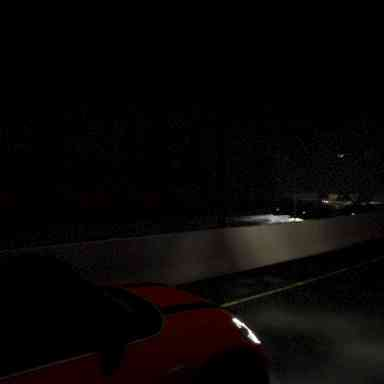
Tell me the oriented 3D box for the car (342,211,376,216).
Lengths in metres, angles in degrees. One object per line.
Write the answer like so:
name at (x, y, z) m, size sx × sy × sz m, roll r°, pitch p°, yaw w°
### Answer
car at (12.651, 1.407, 25.119) m, size 1.994 × 1.385 × 4.181 m, roll 0°, pitch 0°, yaw 40°

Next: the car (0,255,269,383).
car at (-1.465, 1.351, 2.734) m, size 4.553 × 1.767 × 2.097 m, roll -1°, pitch 0°, yaw -36°
